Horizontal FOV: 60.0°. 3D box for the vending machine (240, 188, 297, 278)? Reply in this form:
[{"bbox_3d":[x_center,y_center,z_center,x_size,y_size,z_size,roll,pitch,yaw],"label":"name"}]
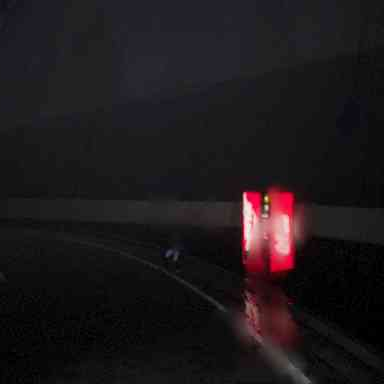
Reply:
[{"bbox_3d":[1.928,0.957,8.470,1.100,2.100,0.880,-1,2,-27],"label":"vending machine"}]

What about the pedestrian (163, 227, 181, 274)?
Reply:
[{"bbox_3d":[-0.414,1.069,8.242,0.375,1.860,0.375,-1,2,-30],"label":"pedestrian"}]
